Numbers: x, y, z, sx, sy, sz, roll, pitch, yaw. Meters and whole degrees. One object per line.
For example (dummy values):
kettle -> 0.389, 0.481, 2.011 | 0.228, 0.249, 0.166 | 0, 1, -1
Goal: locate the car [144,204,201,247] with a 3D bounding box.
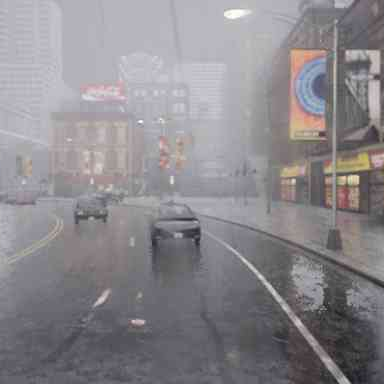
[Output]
car -> -0.879, 1.222, 13.728 | 2.128, 1.511, 4.902 | 0, 1, -10

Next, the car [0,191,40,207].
car -> -19.305, 0.843, 37.090 | 4.181, 1.385, 1.994 | 1, 1, 38

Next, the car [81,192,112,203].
car -> -10.189, 0.857, 33.287 | 1.837, 1.490, 4.892 | 0, 1, -40

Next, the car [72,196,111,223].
car -> -6.641, 1.186, 21.242 | 1.895, 1.301, 4.718 | 0, 1, -22
